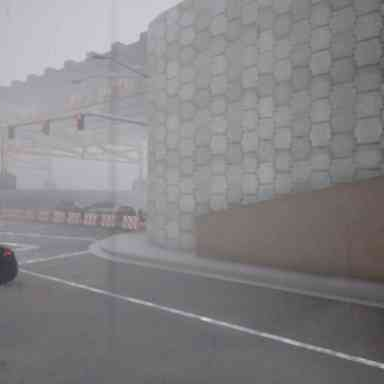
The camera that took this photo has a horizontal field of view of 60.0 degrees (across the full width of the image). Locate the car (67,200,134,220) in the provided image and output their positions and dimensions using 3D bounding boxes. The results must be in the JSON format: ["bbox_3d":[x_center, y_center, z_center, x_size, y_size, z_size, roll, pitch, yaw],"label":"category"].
[{"bbox_3d":[-6.977,1.299,25.996,4.536,1.218,1.853,0,0,0],"label":"car"}]

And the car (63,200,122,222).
[{"bbox_3d":[-7.029,1.456,25.996,4.974,1.542,2.038,0,0,0],"label":"car"}]

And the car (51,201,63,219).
[{"bbox_3d":[-10.719,1.457,28.757,2.038,1.542,4.974,0,0,-10],"label":"car"}]

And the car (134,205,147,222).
[{"bbox_3d":[-2.265,1.456,23.403,2.038,1.542,4.974,0,0,-25],"label":"car"}]

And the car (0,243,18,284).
[{"bbox_3d":[-6.280,1.566,8.360,4.181,1.385,1.994,0,0,34],"label":"car"}]

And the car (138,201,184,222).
[{"bbox_3d":[-2.286,1.298,23.450,1.853,1.218,4.536,0,0,-25],"label":"car"}]

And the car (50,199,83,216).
[{"bbox_3d":[-10.728,1.300,28.808,1.853,1.218,4.536,0,0,-10],"label":"car"}]
